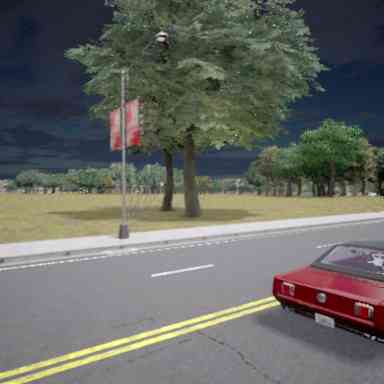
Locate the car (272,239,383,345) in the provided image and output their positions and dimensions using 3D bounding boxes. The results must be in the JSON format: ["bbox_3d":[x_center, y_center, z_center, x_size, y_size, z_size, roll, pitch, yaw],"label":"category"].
[{"bbox_3d":[3.727,1.554,6.096,4.718,1.301,1.895,-1,0,-35],"label":"car"}]
